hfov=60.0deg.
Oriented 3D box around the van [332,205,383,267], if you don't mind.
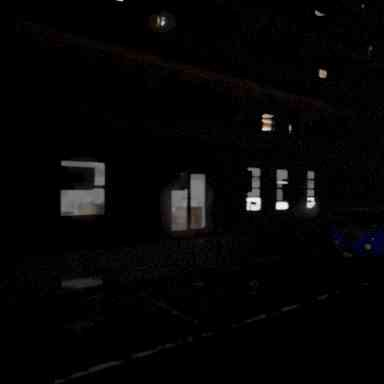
[{"bbox_3d":[6.326,1.341,11.075,3.998,1.788,1.690,0,0,-36],"label":"van"}]
